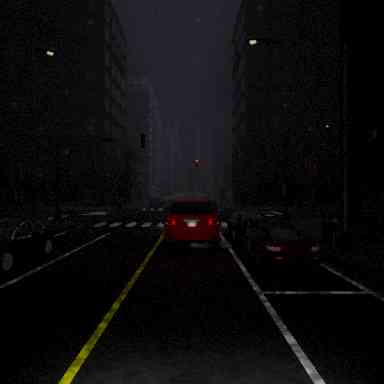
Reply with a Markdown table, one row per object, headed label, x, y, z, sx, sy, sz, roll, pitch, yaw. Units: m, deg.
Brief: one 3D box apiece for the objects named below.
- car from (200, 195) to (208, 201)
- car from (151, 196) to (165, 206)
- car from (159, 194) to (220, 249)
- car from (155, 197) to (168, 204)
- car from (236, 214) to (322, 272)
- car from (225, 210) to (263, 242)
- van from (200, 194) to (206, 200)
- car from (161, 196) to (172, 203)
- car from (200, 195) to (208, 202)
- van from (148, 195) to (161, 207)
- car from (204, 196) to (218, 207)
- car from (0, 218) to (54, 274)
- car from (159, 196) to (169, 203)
| label | x | y | z | sx | sy | sz | roll | pitch | yaw |
| --- | --- | --- | --- | --- | --- | --- | --- | --- | --- |
| car | 2.961 | 1.564 | 84.706 | 2.008 | 1.369 | 4.403 | 0 | 0 | 0 |
| car | -5.690 | 1.450 | 56.395 | 1.967 | 1.590 | 4.097 | 0 | 0 | 0 |
| car | 0.000 | 1.260 | 14.680 | 2.150 | 2.045 | 5.566 | 0 | 0 | 0 |
| car | -5.665 | 1.578 | 62.063 | 1.947 | 1.339 | 4.313 | 0 | 0 | 0 |
| car | 2.668 | 1.582 | 10.447 | 1.802 | 1.307 | 4.206 | 0 | 0 | 0 |
| car | 2.667 | 1.552 | 16.041 | 2.008 | 1.369 | 4.403 | 0 | 0 | 0 |
| van | 2.986 | 1.353 | 90.376 | 1.690 | 1.788 | 3.998 | 0 | 0 | 0 |
| car | -5.615 | 1.579 | 73.400 | 1.947 | 1.339 | 4.313 | 0 | 0 | 0 |
| car | 2.936 | 1.539 | 79.207 | 1.752 | 1.417 | 4.829 | 0 | 0 | 0 |
| van | -5.716 | 1.350 | 50.727 | 1.690 | 1.788 | 3.998 | 0 | 0 | 0 |
| car | 2.810 | 1.449 | 50.691 | 1.967 | 1.590 | 4.097 | 0 | 0 | 0 |
| car | -5.858 | 1.551 | 10.442 | 2.008 | 1.369 | 4.403 | 0 | 0 | 0 |
| car | -5.640 | 1.595 | 67.732 | 1.802 | 1.307 | 4.206 | 0 | 0 | 0 |
